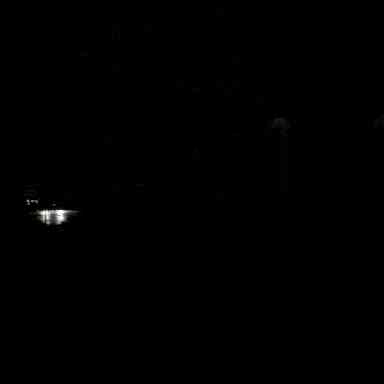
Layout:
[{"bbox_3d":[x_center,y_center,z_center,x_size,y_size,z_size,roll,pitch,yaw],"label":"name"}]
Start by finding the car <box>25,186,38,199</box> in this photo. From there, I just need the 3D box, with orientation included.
[{"bbox_3d":[-24.535,0.062,51.372,2.150,2.045,5.566,0,1,-29],"label":"car"}]

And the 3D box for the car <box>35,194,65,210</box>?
[{"bbox_3d":[-13.040,0.905,30.838,1.994,1.385,4.181,0,1,-29],"label":"car"}]
